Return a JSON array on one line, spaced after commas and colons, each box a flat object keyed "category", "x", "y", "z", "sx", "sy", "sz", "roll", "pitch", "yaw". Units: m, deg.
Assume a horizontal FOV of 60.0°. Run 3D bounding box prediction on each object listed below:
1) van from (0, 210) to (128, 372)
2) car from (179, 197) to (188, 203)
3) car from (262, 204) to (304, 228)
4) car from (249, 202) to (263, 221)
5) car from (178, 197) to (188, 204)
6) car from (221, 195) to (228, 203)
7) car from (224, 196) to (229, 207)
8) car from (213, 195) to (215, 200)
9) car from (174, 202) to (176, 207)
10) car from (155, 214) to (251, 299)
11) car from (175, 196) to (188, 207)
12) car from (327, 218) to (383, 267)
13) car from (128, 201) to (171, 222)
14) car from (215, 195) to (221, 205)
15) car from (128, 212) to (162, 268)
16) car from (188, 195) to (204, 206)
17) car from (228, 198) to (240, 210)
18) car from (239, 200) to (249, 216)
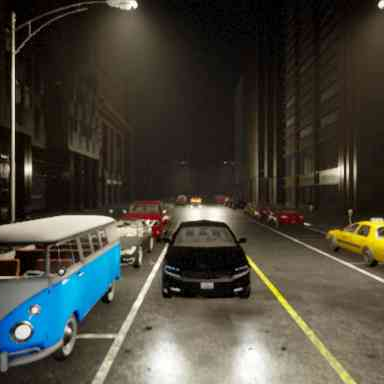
[{"category": "van", "x": -2.375, "y": 1.363, "z": 5.646, "sx": 1.690, "sy": 1.788, "sz": 3.998, "roll": 0, "pitch": 0, "yaw": 0}, {"category": "car", "x": -1.942, "y": 1.898, "z": 78.683, "sx": 1.947, "sy": 1.339, "sz": 4.313, "roll": 0, "pitch": 0, "yaw": 0}, {"category": "car", "x": 6.250, "y": 1.670, "z": 22.463, "sx": 1.802, "sy": 1.307, "sz": 4.206, "roll": 0, "pitch": 0, "yaw": 0}, {"category": "car", "x": 6.284, "y": 1.692, "z": 28.081, "sx": 1.802, "sy": 1.307, "sz": 4.206, "roll": 0, "pitch": 0, "yaw": 0}, {"category": "car", "x": -1.975, "y": 1.852, "z": 73.064, "sx": 1.887, "sy": 1.381, "sz": 4.507, "roll": 0, "pitch": 0, "yaw": 0}, {"category": "car", "x": 6.450, "y": 1.673, "z": 56.175, "sx": 1.967, "sy": 1.590, "sz": 4.097, "roll": 0, "pitch": 0, "yaw": 0}, {"category": "car", "x": 6.417, "y": 1.752, "z": 50.556, "sx": 1.887, "sy": 1.381, "sz": 4.507, "roll": 0, "pitch": 0, "yaw": 0}, {"category": "car", "x": 6.583, "y": 1.884, "z": 78.649, "sx": 2.008, "sy": 1.369, "sz": 4.403, "roll": 0, "pitch": 0, "yaw": 0}, {"category": "car", "x": -2.276, "y": 1.612, "z": 22.331, "sx": 1.752, "sy": 1.417, "sz": 4.829, "roll": 0, "pitch": 0, "yaw": 0}, {"category": "car", "x": 0.308, "y": 1.512, "z": 8.794, "sx": 1.882, "sy": 1.535, "sz": 5.008, "roll": 0, "pitch": 0, "yaw": 0}, {"category": "car", "x": -2.075, "y": 1.814, "z": 56.209, "sx": 1.802, "sy": 1.307, "sz": 4.206, "roll": 0, "pitch": 0, "yaw": 0}, {"category": "car", "x": 6.185, "y": 1.571, "z": 11.395, "sx": 1.752, "sy": 1.417, "sz": 4.829, "roll": 0, "pitch": 0, "yaw": 0}, {"category": "car", "x": -2.308, "y": 1.381, "z": 16.883, "sx": 2.192, "sy": 1.841, "sz": 5.009, "roll": 0, "pitch": 0, "yaw": 0}, {"category": "car", "x": 6.517, "y": 1.597, "z": 67.412, "sx": 2.192, "sy": 1.841, "sz": 5.009, "roll": 0, "pitch": 0, "yaw": 0}, {"category": "car", "x": -2.341, "y": 1.595, "z": 11.264, "sx": 2.008, "sy": 1.369, "sz": 4.403, "roll": 0, "pitch": 0, "yaw": 0}, {"category": "car", "x": 0.720, "y": 1.733, "z": 61.580, "sx": 1.882, "sy": 1.535, "sz": 5.008, "roll": 0, "pitch": -1, "yaw": 0}, {"category": "car", "x": 6.383, "y": 1.749, "z": 44.937, "sx": 1.947, "sy": 1.339, "sz": 4.313, "roll": 0, "pitch": 0, "yaw": 0}, {"category": "car", "x": 6.318, "y": 1.659, "z": 33.870, "sx": 1.752, "sy": 1.417, "sz": 4.829, "roll": 0, "pitch": 0, "yaw": 0}]
